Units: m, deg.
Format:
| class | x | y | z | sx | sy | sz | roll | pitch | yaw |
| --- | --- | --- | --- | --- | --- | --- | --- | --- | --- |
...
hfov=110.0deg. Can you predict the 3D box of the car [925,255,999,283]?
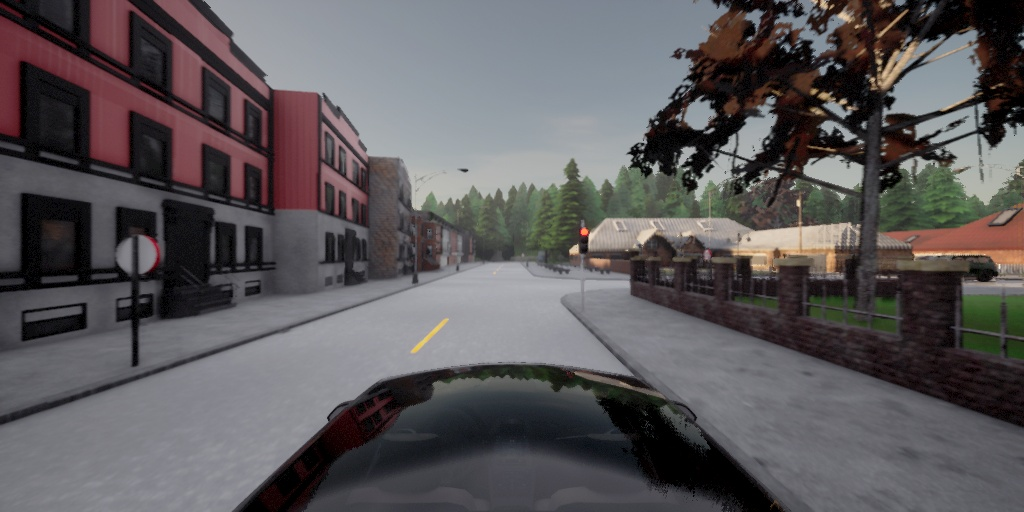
| class | x | y | z | sx | sy | sz | roll | pitch | yaw |
| --- | --- | --- | --- | --- | --- | --- | --- | --- | --- |
| car | 33.294 | 0.927 | 27.346 | 5.566 | 2.045 | 2.150 | 0 | 0 | 1 |
